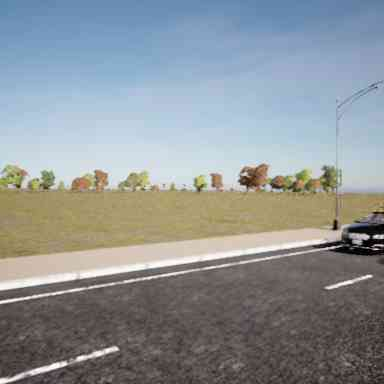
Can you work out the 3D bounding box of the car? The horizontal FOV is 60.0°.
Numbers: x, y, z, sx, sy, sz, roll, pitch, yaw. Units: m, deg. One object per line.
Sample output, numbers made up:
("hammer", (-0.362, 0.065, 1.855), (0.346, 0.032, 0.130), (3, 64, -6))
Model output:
("car", (7.913, 1.534, 13.325), (4.902, 1.511, 2.128), (0, 0, -35))
